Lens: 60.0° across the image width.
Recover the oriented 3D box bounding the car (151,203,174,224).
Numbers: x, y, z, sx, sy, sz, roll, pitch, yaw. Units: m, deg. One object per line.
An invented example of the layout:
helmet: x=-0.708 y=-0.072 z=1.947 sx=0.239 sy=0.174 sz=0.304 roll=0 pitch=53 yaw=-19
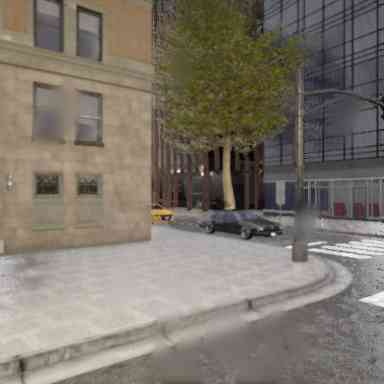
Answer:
car: x=-3.278 y=1.644 z=26.458 sx=1.882 sy=1.535 sz=5.008 roll=0 pitch=0 yaw=-35

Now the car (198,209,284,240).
car: x=2.462 y=1.674 z=18.310 sx=2.033 sy=1.411 sz=5.357 roll=0 pitch=0 yaw=-34
